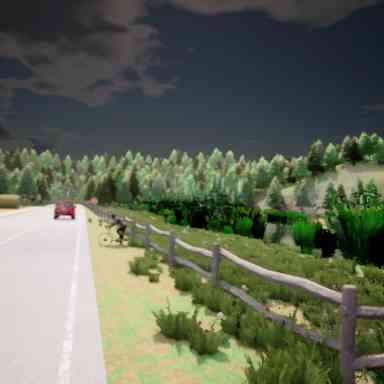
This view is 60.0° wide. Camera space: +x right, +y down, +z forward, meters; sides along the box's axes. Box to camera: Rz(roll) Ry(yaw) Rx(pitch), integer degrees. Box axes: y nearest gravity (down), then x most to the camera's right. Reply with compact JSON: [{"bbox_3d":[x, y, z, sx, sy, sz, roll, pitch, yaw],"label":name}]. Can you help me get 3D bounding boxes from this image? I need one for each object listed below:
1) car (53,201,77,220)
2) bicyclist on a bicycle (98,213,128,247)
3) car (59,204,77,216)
[{"bbox_3d":[-14.493,2.042,38.016,2.150,2.045,5.566,3,-2,-18],"label":"car"},{"bbox_3d":[-3.719,1.880,16.284,1.656,1.620,0.582,2,-2,-18],"label":"bicyclist on a bicycle"},{"bbox_3d":[-17.809,2.548,47.922,2.128,1.511,4.902,3,-2,-18],"label":"car"}]
